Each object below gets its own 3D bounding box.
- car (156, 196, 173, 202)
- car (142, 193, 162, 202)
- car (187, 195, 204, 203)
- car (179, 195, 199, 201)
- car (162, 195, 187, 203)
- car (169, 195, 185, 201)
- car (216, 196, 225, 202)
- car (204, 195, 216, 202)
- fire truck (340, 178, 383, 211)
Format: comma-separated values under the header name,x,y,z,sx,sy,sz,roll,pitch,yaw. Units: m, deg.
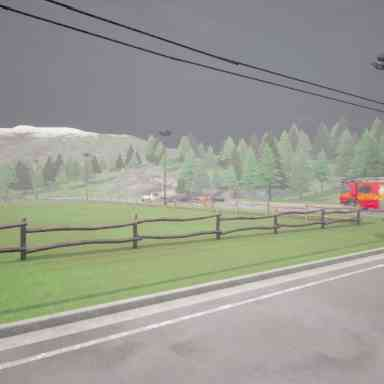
name,x,y,z,sx,sy,sz,roll,pitch,yaw
car,-6.505,1.541,77.370,1.895,1.301,4.718,0,0,-35
car,-9.366,1.174,75.354,2.150,2.045,5.566,0,0,-35
car,-0.457,1.547,68.793,2.033,1.411,5.357,0,0,-35
car,-0.766,1.483,81.379,2.033,1.411,5.357,0,0,-35
car,-3.552,1.564,67.109,1.994,1.385,4.181,0,0,-35
car,-3.627,1.496,79.362,1.994,1.385,4.181,0,0,-35
car,5.086,1.595,73.078,1.895,1.301,4.718,0,0,-35
car,2.305,1.355,70.949,2.097,1.767,4.553,0,0,-35
fire truck,21.146,0.339,37.452,2.891,3.827,8.468,0,0,-30
